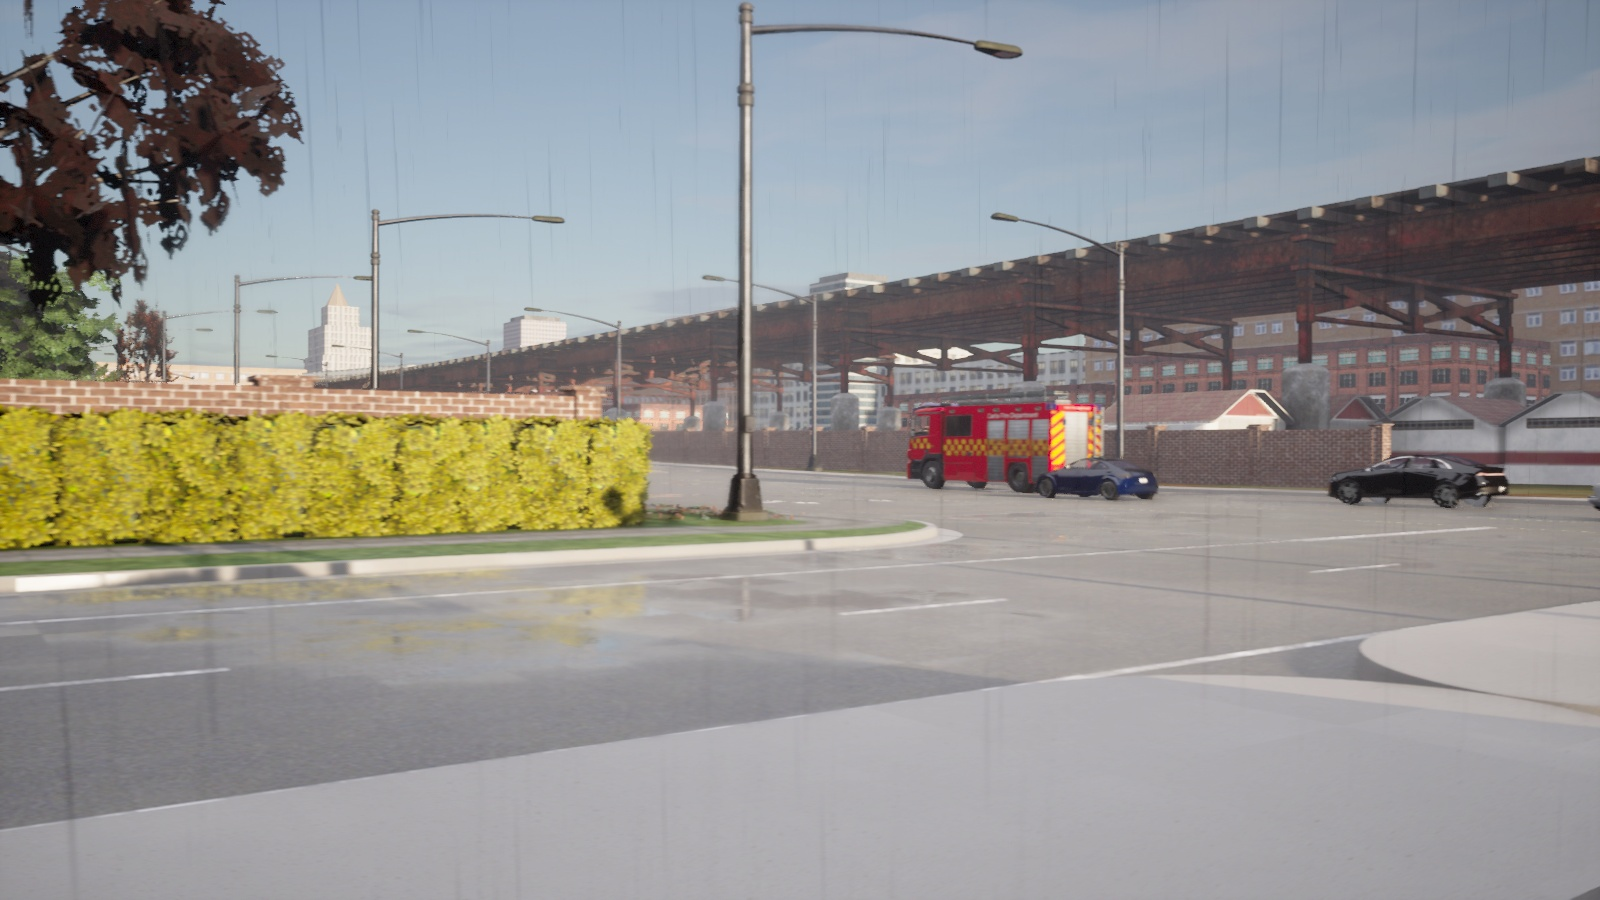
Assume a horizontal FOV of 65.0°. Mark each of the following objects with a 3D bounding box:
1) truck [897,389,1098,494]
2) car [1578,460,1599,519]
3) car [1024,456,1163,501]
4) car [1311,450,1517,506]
[{"bbox_3d":[7.683,-0.326,50.182,2.891,3.827,8.468,0,0,-35],"label":"truck"},{"bbox_3d":[19.579,0.869,26.790,1.895,1.301,4.718,0,0,-35],"label":"car"},{"bbox_3d":[9.582,0.890,41.270,1.994,1.385,4.181,0,0,-35],"label":"car"},{"bbox_3d":[17.482,0.752,35.988,2.128,1.511,4.902,0,0,-35],"label":"car"}]
